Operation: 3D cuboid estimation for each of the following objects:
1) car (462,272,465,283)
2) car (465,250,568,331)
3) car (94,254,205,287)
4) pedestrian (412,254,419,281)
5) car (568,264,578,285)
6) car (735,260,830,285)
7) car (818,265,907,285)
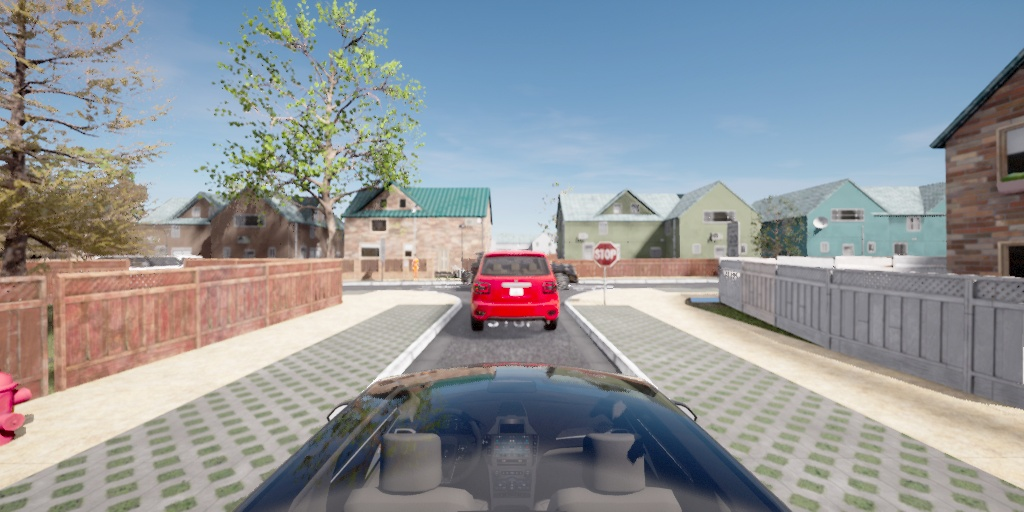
[{"bbox_3d":[-0.709,1.084,21.797,4.674,1.442,1.812,0,0,1],"label":"car"},{"bbox_3d":[-0.012,0.847,10.647,2.150,2.045,5.566,0,1,-2],"label":"car"},{"bbox_3d":[-19.217,0.930,19.132,5.566,2.045,2.150,-1,-1,1],"label":"car"},{"bbox_3d":[-6.668,0.784,24.806,0.375,1.860,0.375,0,0,1],"label":"pedestrian"},{"bbox_3d":[0.628,0.757,18.820,5.566,2.045,2.150,0,0,1],"label":"car"},{"bbox_3d":[16.124,0.975,21.547,4.181,1.385,1.994,0,-1,1],"label":"car"},{"bbox_3d":[17.772,0.857,18.573,4.902,1.511,2.128,0,-1,1],"label":"car"}]
